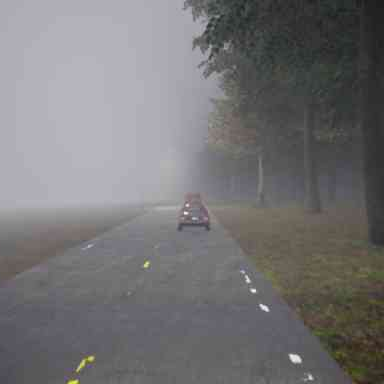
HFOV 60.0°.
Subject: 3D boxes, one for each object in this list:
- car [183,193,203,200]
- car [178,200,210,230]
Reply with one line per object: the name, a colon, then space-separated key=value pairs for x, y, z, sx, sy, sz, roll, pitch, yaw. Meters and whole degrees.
car: x=0.119 y=1.071 z=40.557 sx=2.150 sy=2.045 sz=5.566 roll=0 pitch=0 yaw=0
car: x=0.113 y=1.461 z=20.260 sx=2.033 sy=1.411 sz=5.357 roll=0 pitch=0 yaw=0
